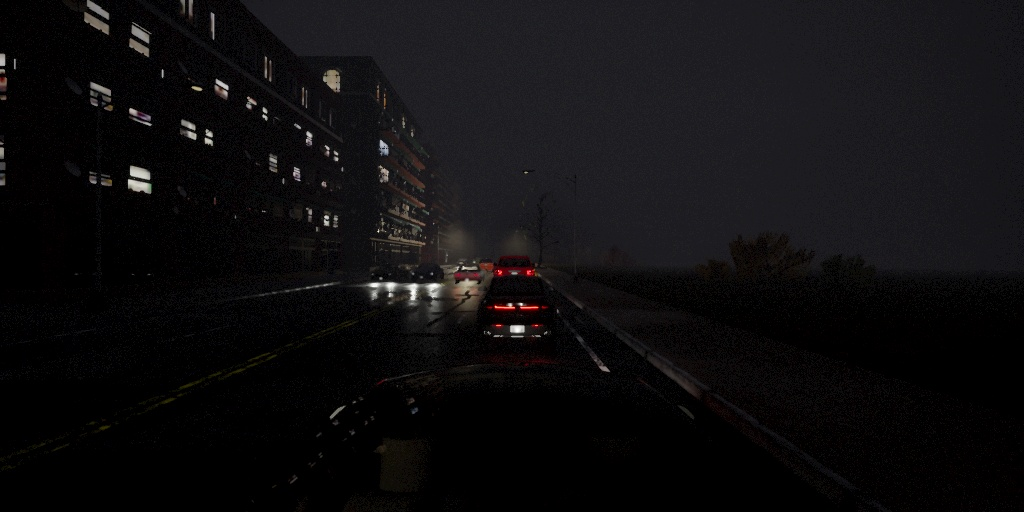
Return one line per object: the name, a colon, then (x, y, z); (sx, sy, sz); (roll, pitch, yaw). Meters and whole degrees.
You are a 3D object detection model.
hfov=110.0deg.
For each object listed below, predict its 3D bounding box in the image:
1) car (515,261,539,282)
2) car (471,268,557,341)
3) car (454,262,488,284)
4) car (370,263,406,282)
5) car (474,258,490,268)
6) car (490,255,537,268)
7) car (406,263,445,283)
car: (1.177, 1.212, 30.566); (1.801, 1.575, 5.366); (0, 0, 0)
car: (0.113, 1.257, 9.812); (1.837, 1.490, 4.892); (0, 0, 0)
car: (-3.114, 1.356, 27.121); (1.895, 1.301, 4.718); (0, 0, 0)
car: (-9.812, 1.303, 29.510); (2.033, 1.411, 5.357); (0, 0, 0)
car: (-3.092, 1.109, 44.625); (2.097, 1.767, 4.553); (0, 0, 0)
car: (0.125, 0.976, 20.159); (2.150, 2.045, 5.566); (0, 0, 0)
car: (-6.564, 1.282, 28.310); (1.812, 1.442, 4.674); (0, 0, 0)
